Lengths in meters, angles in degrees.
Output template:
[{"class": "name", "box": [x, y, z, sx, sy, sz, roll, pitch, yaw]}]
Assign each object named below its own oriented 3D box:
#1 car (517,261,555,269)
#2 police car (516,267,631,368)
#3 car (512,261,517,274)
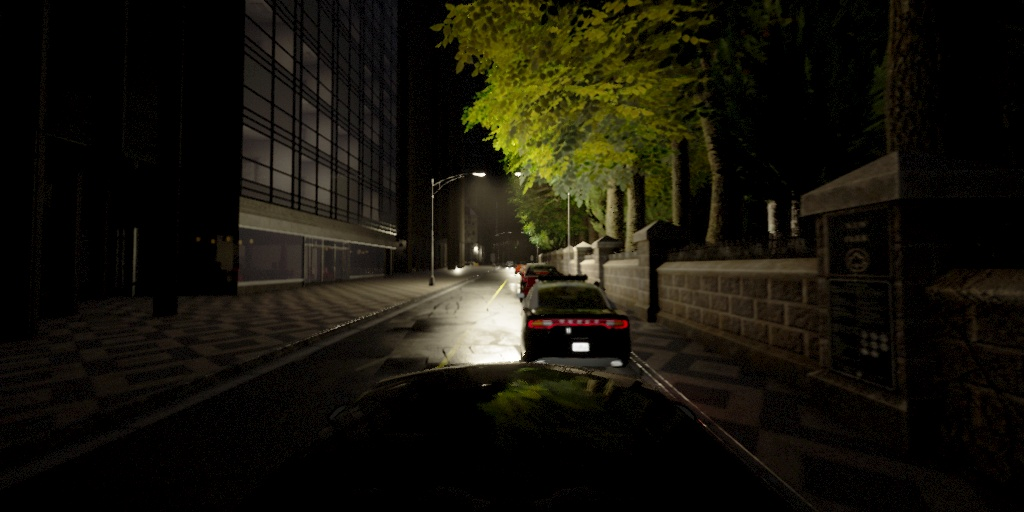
[{"class": "car", "box": [1.441, 1.221, 17.995, 2.097, 1.767, 4.553, 0, 0, 2]}, {"class": "police car", "box": [1.141, 1.221, 8.136, 1.930, 1.638, 5.238, 0, 0, 2]}, {"class": "car", "box": [1.466, 1.459, 46.752, 2.097, 1.767, 4.553, 0, -1, 2]}]
